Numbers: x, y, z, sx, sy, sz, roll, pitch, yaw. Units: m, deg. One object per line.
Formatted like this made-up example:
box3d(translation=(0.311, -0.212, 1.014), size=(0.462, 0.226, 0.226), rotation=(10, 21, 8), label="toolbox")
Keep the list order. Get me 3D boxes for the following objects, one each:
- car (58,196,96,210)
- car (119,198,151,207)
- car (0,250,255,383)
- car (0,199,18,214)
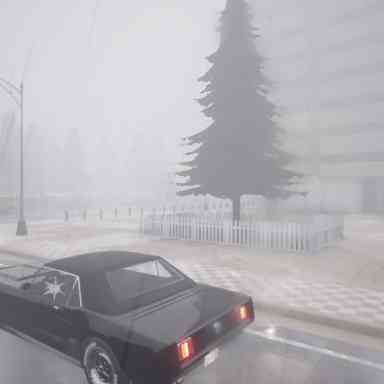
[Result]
box3d(translation=(-14.550, 1.352, 42.086), size=(2.097, 1.767, 4.553), rotation=(0, 0, 36), label="car")
box3d(translation=(-8.538, 1.547, 50.412), size=(2.033, 1.411, 5.357), rotation=(0, 0, 36), label="car")
box3d(translation=(-1.571, 1.601, 5.130), size=(4.718, 1.301, 1.895), rotation=(0, 0, 36), label="car")
box3d(translation=(-20.448, 1.478, 33.912), size=(1.882, 1.535, 5.008), rotation=(0, 0, 36), label="car")
